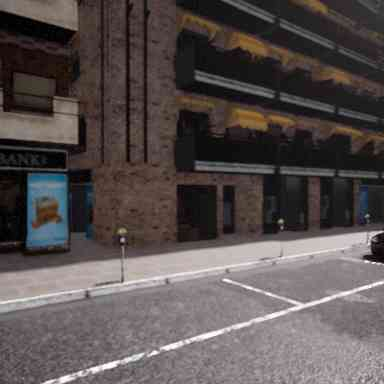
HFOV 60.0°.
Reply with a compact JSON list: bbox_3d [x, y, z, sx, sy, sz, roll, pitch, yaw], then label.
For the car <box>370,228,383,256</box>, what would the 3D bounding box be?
[{"bbox_3d":[8.579,1.718,12.704,4.313,1.339,1.947,1,-1,-36],"label":"car"}]
